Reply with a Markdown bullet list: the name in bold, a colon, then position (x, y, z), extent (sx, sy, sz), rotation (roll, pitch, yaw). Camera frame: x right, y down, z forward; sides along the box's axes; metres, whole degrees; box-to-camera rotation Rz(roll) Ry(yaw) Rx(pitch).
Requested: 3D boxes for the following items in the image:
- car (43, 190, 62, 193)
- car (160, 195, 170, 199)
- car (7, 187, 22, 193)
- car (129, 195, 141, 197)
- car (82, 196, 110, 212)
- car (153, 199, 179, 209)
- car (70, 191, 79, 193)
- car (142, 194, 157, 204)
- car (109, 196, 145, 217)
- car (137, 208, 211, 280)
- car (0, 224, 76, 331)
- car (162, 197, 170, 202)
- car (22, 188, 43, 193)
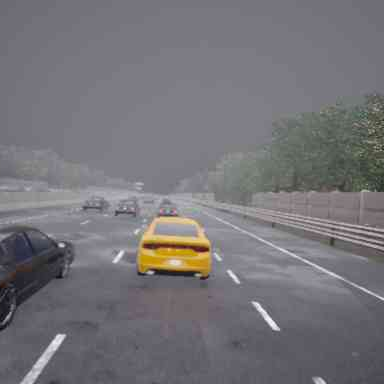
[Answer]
- **car**: position (-25.883, 0.308, 62.975), extent (1.812, 1.442, 4.674), rotation (4, -1, -5)
- **car**: position (-5.389, 1.892, 69.340), extent (1.837, 1.490, 4.892), rotation (4, -1, -5)
- **car**: position (-32.833, -0.249, 62.360), extent (1.882, 1.535, 5.008), rotation (4, -1, -5)
- **car**: position (-12.349, 1.393, 68.784), extent (2.128, 1.511, 4.902), rotation (4, -1, -5)
- **car**: position (-9.424, 1.160, 32.908), extent (2.033, 1.411, 5.357), rotation (4, -1, -5)
- **car**: position (-2.161, 1.660, 29.736), extent (2.033, 1.411, 5.357), rotation (4, -1, -5)
- **car**: position (-22.411, 0.576, 63.337), extent (2.033, 1.411, 5.357), rotation (4, -1, -5)
- **car**: position (-8.872, 1.691, 69.049), extent (1.994, 1.385, 4.181), rotation (4, -1, -5)
- **car**: position (-5.642, 1.401, 29.454), extent (2.033, 1.411, 5.357), rotation (4, -1, -5)
- **car**: position (-0.579, 1.523, 10.328), extent (1.882, 1.535, 5.008), rotation (4, 0, -5)
- **car**: position (-3.759, 1.324, 6.294), extent (2.033, 1.411, 5.357), rotation (4, 0, -5)
- **car**: position (-7.337, 2.095, 93.191), extent (2.033, 1.411, 5.357), rotation (4, -1, -5)
- **car**: position (-29.359, 0.072, 62.641), extent (2.033, 1.411, 5.357), rotation (4, -1, -5)
